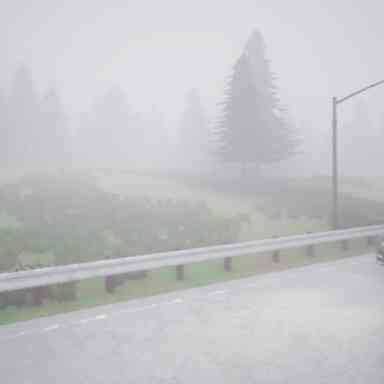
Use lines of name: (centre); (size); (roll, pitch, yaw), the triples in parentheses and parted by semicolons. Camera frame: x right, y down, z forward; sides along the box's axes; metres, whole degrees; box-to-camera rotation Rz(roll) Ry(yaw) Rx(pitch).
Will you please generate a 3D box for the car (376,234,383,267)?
car: (6.724, 1.163, 8.462); (4.902, 1.511, 2.128); (-2, 2, -30)
